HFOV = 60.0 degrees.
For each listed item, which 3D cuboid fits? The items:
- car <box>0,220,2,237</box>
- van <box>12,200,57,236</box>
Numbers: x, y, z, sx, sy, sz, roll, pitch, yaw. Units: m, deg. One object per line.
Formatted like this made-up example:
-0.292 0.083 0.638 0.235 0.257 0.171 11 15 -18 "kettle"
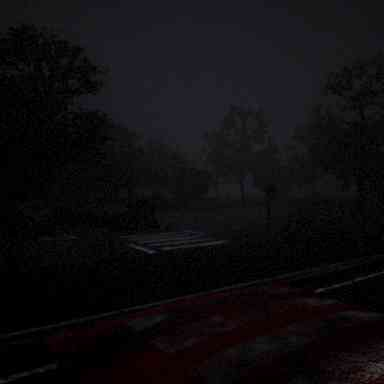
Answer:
-11.790 1.653 18.367 2.163 1.488 4.792 1 -1 -36 "car"
-9.446 1.454 19.865 1.878 1.987 4.442 1 -1 -36 "van"
